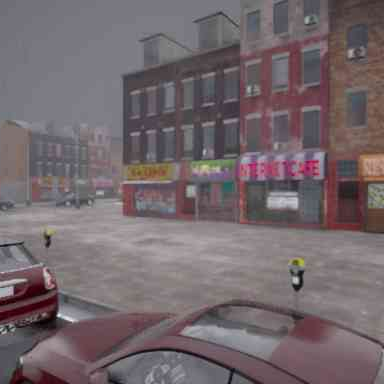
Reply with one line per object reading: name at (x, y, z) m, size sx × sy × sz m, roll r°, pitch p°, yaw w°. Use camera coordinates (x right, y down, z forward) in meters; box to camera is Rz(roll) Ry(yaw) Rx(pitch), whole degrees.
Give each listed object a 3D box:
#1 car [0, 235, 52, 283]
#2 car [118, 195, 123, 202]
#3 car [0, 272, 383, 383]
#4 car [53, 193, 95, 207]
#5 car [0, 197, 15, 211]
car at (-4.219, 1.438, 5.815) m, size 4.097 × 1.590 × 1.967 m, roll 0°, pitch 0°, yaw 36°
car at (-8.013, 0.678, 45.271) m, size 1.994 × 1.385 × 4.181 m, roll 0°, pitch 2°, yaw 36°
car at (0.231, 1.581, 2.641) m, size 4.206 × 1.307 × 1.802 m, roll 0°, pitch 0°, yaw 36°
car at (-13.336, 0.850, 37.794) m, size 1.837 × 1.490 × 4.892 m, roll 0°, pitch 2°, yaw 35°
car at (-18.680, 1.111, 30.269) m, size 1.812 × 1.442 × 4.674 m, roll 0°, pitch 2°, yaw 37°
